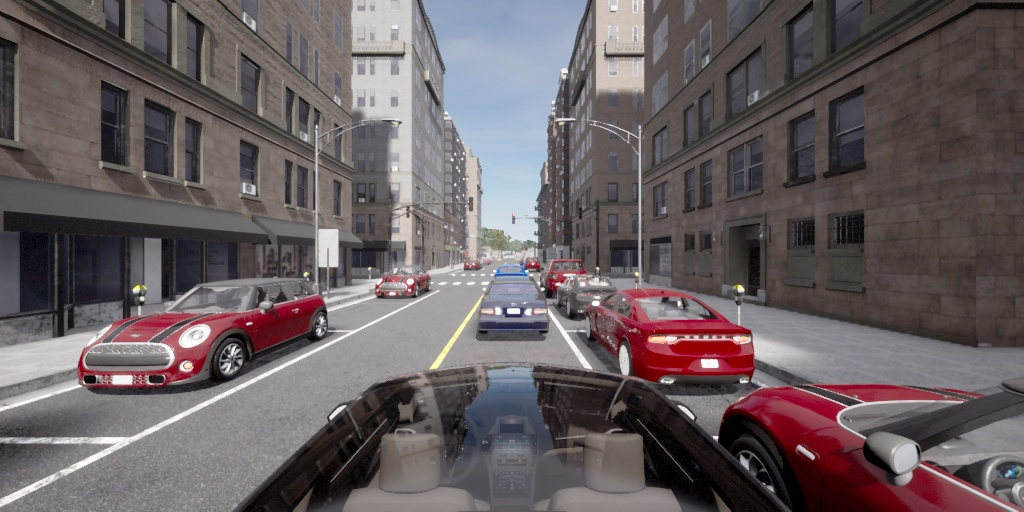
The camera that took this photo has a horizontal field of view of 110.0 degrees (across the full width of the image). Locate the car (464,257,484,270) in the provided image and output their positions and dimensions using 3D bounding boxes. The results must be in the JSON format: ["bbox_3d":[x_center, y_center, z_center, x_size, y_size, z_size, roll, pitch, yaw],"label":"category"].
[{"bbox_3d":[-5.612,1.061,50.881,2.192,1.841,5.009,0,0,0],"label":"car"}]

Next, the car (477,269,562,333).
[{"bbox_3d":[0.043,1.297,10.645,2.033,1.411,5.357,0,0,0],"label":"car"}]

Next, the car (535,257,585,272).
[{"bbox_3d":[2.574,1.064,18.355,2.192,1.841,5.009,0,0,0],"label":"car"}]

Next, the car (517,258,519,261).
[{"bbox_3d":[2.450,1.059,61.922,2.192,1.841,5.009,0,0,0],"label":"car"}]

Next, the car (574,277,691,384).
[{"bbox_3d":[2.619,1.295,6.990,1.888,1.381,4.507,0,0,0],"label":"car"}]

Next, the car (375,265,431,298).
[{"bbox_3d":[-5.451,1.189,18.322,1.967,1.591,4.097,0,0,0],"label":"car"}]

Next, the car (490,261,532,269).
[{"bbox_3d":[-0.071,1.227,20.464,1.882,1.535,5.008,0,0,0],"label":"car"}]

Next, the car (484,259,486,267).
[{"bbox_3d":[-5.631,1.311,56.385,1.948,1.339,4.313,0,0,0],"label":"car"}]

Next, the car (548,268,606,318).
[{"bbox_3d":[2.596,1.300,12.672,2.007,1.370,4.403,0,0,0],"label":"car"}]

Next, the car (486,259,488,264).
[{"bbox_3d":[-5.651,1.295,61.888,2.007,1.370,4.403,0,0,0],"label":"car"}]

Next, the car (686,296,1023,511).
[{"bbox_3d":[2.642,1.190,1.308,1.967,1.591,4.097,0,0,0],"label":"car"}]

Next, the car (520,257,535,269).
[{"bbox_3d":[2.529,1.062,45.411,2.192,1.841,5.009,0,0,0],"label":"car"}]

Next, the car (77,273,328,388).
[{"bbox_3d":[-5.406,1.190,6.958,1.967,1.591,4.097,0,0,0],"label":"car"}]
